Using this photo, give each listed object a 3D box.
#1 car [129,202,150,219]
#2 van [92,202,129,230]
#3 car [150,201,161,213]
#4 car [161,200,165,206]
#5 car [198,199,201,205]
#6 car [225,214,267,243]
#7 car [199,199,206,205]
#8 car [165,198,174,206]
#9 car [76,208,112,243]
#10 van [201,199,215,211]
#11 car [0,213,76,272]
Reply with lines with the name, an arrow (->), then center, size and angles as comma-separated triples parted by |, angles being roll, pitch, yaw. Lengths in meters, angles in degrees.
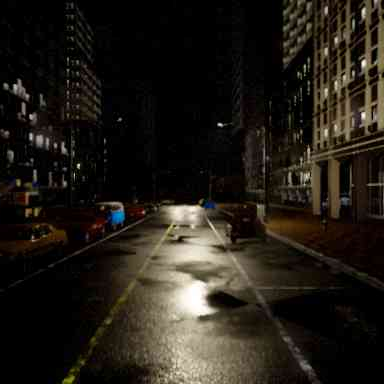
car -> -5.731, 1.921, 33.842 | 1.887, 1.381, 4.507 | -1, -1, 0
van -> -5.724, 1.590, 22.595 | 1.690, 1.788, 3.998 | -1, -1, 0
car -> -5.740, 2.056, 45.092 | 2.008, 1.369, 4.403 | -1, -1, 0
car -> -5.746, 2.122, 50.717 | 2.008, 1.369, 4.403 | -1, -1, 0
car -> 2.623, 2.145, 61.975 | 1.967, 1.590, 4.097 | -1, -1, 0
car -> 2.665, 1.769, 16.976 | 1.802, 1.307, 4.206 | -1, -1, 0
car -> 2.605, 2.506, 84.643 | 1.752, 1.417, 4.829 | -1, -1, 0
car -> -5.765, 2.391, 73.215 | 2.008, 1.369, 4.403 | -1, -1, 0
car -> -5.716, 1.731, 16.969 | 1.887, 1.381, 4.507 | -1, -1, 0
van -> 2.630, 1.913, 50.727 | 1.690, 1.788, 3.998 | -1, -1, 0
car -> -5.712, 1.648, 11.175 | 1.752, 1.417, 4.829 | -1, -1, 0
